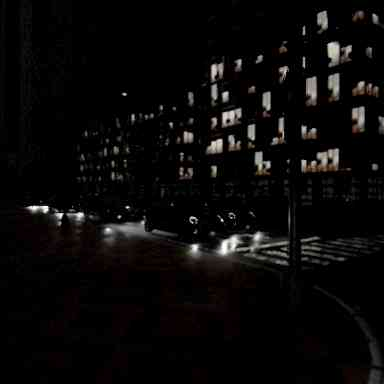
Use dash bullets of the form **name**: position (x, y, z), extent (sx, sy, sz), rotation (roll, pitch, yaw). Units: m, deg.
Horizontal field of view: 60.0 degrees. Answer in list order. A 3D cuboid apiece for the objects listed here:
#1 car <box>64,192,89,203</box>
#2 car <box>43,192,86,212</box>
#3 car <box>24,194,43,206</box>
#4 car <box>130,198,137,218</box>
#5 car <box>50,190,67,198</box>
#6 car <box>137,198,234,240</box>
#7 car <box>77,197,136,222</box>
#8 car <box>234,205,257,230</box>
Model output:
- **car**: position (-16.561, 0.734, 47.455), extent (1.837, 1.490, 4.892), rotation (0, 1, -38)
- **car**: position (-11.776, 0.999, 30.535), extent (1.837, 1.490, 4.892), rotation (0, 1, -38)
- **car**: position (-17.975, 0.871, 38.474), extent (1.994, 1.385, 4.181), rotation (0, 1, -37)
- **car**: position (-4.366, 1.207, 26.372), extent (2.033, 1.411, 5.357), rotation (0, 1, -38)
- **car**: position (-25.936, 0.411, 64.661), extent (1.812, 1.442, 4.674), rotation (0, 1, -38)
- **car**: position (-0.477, 1.186, 16.206), extent (2.097, 1.767, 4.553), rotation (0, 1, -38)
- **car**: position (-6.054, 1.267, 23.265), extent (1.895, 1.301, 4.718), rotation (0, 1, -38)
- **car**: position (1.509, 1.188, 18.936), extent (2.097, 1.767, 4.553), rotation (0, 1, -38)
